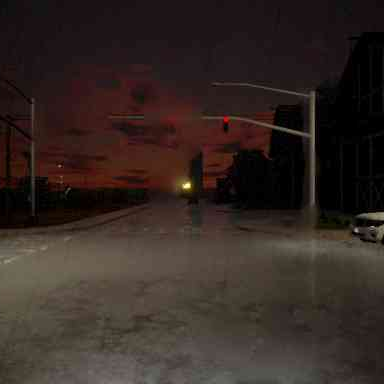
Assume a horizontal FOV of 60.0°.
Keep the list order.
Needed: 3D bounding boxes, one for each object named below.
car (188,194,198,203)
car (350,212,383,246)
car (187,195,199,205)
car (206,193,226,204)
[{"bbox_3d":[0.179,1.352,67.303,2.097,1.767,4.553,0,0,0],"label":"car"},{"bbox_3d":[9.603,1.249,13.761,5.566,2.045,2.150,0,0,1],"label":"car"},{"bbox_3d":[0.194,1.496,57.563,2.033,1.411,5.357,0,-1,1],"label":"car"},{"bbox_3d":[4.321,1.144,59.865,1.905,1.878,3.866,-8,3,-42],"label":"car"}]
